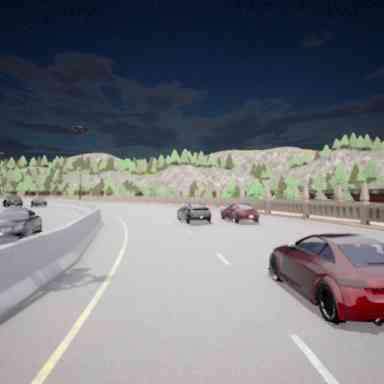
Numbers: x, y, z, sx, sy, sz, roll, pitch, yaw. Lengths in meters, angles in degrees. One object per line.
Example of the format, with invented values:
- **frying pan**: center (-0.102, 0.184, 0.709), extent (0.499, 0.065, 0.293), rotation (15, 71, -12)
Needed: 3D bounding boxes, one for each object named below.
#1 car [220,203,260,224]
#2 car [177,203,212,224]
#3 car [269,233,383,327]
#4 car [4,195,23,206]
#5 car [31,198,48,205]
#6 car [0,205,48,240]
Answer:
- **car**: center (3.635, 1.583, 25.669), extent (1.812, 1.442, 4.674), rotation (0, 0, -14)
- **car**: center (0.089, 1.560, 25.456), extent (2.128, 1.511, 4.902), rotation (0, 0, -14)
- **car**: center (3.146, 1.573, 7.210), extent (1.994, 1.385, 4.181), rotation (0, 0, -5)
- **car**: center (-28.657, 1.461, 53.388), extent (2.150, 2.045, 5.566), rotation (0, 0, -36)
- **car**: center (-24.805, 1.704, 53.978), extent (1.882, 1.535, 5.008), rotation (0, 0, -35)
- **car**: center (-8.905, 1.601, 16.886), extent (1.812, 1.442, 4.674), rotation (0, 0, -12)
